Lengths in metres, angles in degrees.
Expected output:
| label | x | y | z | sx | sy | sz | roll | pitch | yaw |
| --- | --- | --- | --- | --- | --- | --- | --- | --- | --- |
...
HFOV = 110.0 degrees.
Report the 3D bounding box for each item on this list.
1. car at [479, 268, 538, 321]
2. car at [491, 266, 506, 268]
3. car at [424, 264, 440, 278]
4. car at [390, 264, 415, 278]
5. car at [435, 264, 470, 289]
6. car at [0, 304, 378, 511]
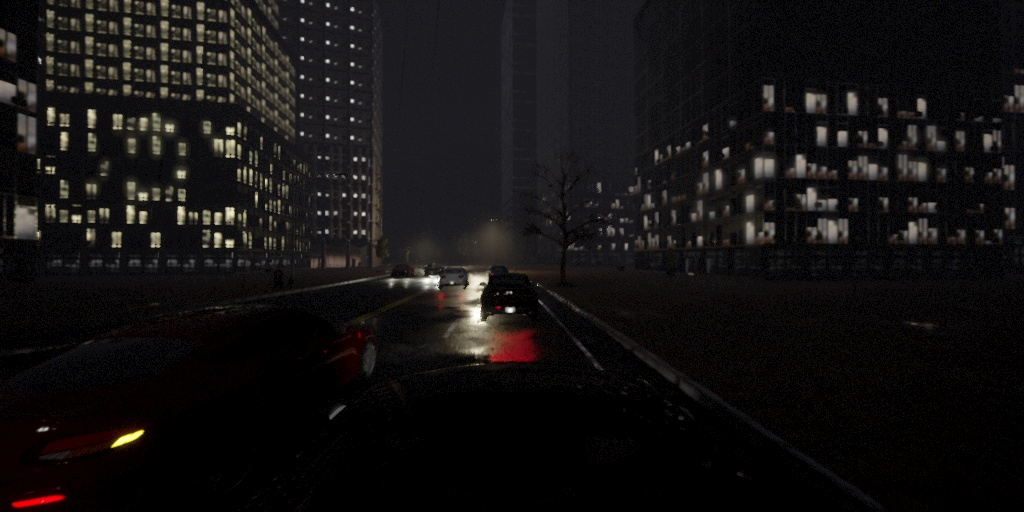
| label | x | y | z | sx | sy | sz | roll | pitch | yaw |
| --- | --- | --- | --- | --- | --- | --- | --- | --- | --- |
| car | -0.126 | 1.358 | 13.002 | 1.837 | 1.490 | 4.892 | 0 | 0 | -2 |
| car | -1.205 | 1.579 | 32.124 | 2.033 | 1.411 | 5.357 | 0 | -1 | -5 |
| car | -8.705 | 1.607 | 40.209 | 2.128 | 1.511 | 4.902 | 0 | -1 | -6 |
| car | -11.859 | 1.586 | 39.123 | 1.882 | 1.535 | 5.008 | 0 | -1 | -6 |
| car | -3.960 | 1.494 | 25.085 | 1.812 | 1.442 | 4.674 | 0 | -1 | -4 |
| car | -3.201 | 1.302 | 4.264 | 1.812 | 1.442 | 4.674 | 0 | -1 | 0 |
